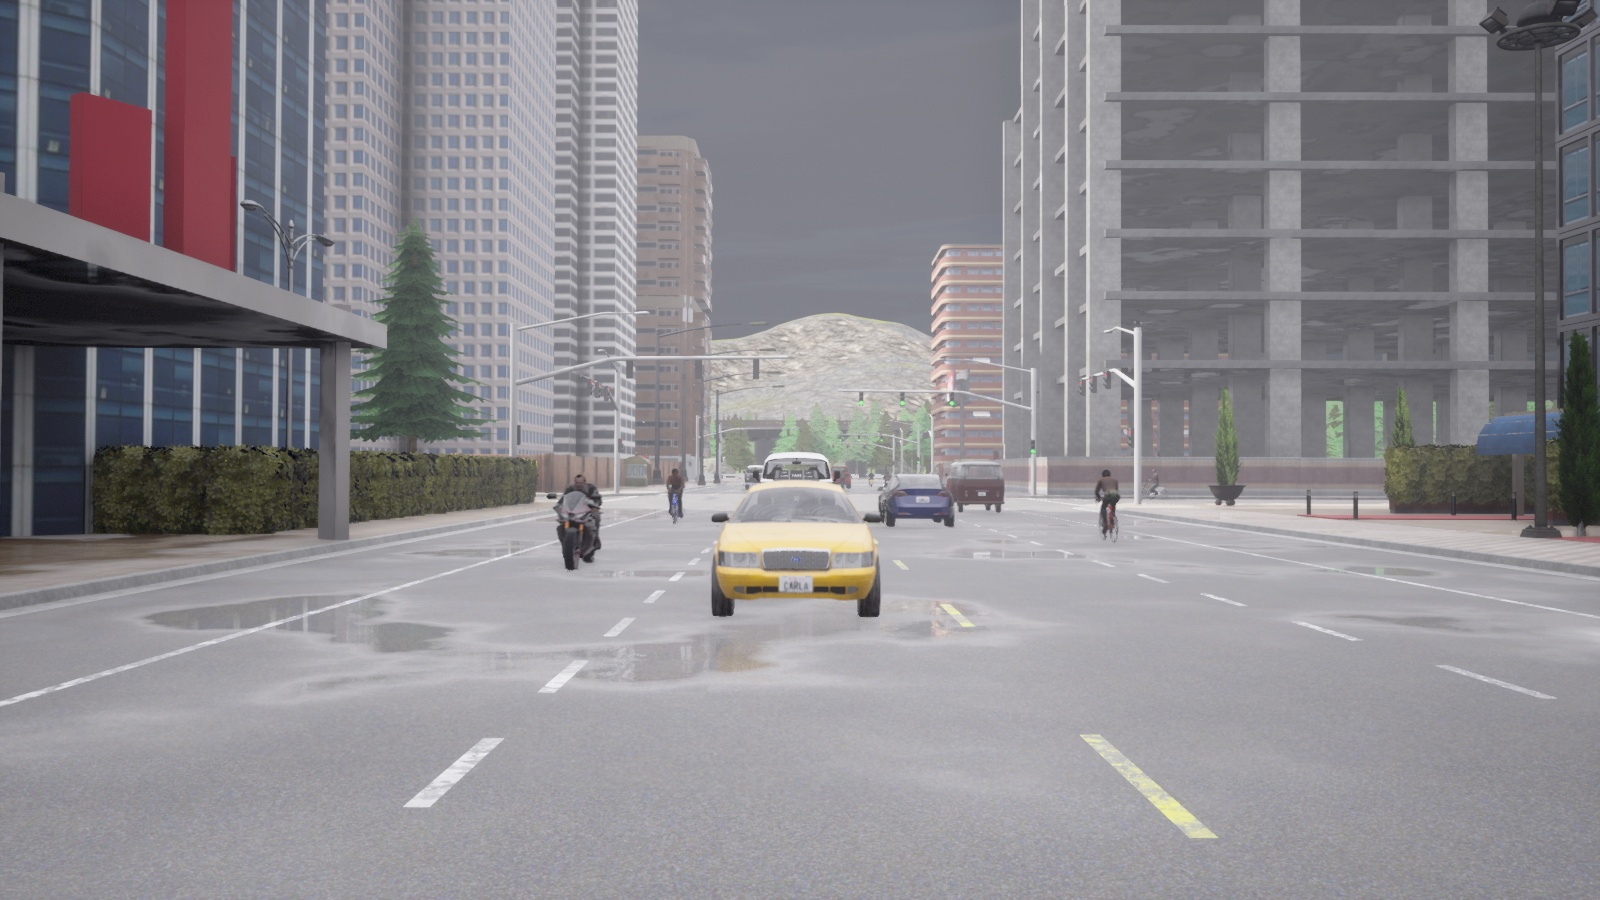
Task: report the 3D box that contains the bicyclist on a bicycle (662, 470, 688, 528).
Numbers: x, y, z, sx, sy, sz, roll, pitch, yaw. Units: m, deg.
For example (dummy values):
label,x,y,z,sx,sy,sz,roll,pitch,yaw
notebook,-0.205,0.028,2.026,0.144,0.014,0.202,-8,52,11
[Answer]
label,x,y,z,sx,sy,sz,roll,pitch,yaw
bicyclist on a bicycle,-3.590,1.389,36.213,0.582,1.620,1.656,0,-1,0

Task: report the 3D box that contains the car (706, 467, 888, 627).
label,x,y,z,sx,sy,sz,roll,pitch,yaw
car,-0.038,1.007,15.119,1.801,1.575,5.366,0,-1,0

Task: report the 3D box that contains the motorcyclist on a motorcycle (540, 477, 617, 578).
label,x,y,z,sx,sy,sz,roll,pitch,yaw
motorcyclist on a motorcycle,-3.550,1.204,20.296,0.866,1.530,2.191,0,-1,0

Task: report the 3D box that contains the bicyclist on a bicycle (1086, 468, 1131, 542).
label,x,y,z,sx,sy,sz,roll,pitch,yaw
bicyclist on a bicycle,6.929,1.214,28.286,0.582,1.620,1.656,0,-1,0

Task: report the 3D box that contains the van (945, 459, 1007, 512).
label,x,y,z,sx,sy,sz,roll,pitch,yaw
van,6.873,1.371,49.495,1.775,1.987,4.442,0,-1,0

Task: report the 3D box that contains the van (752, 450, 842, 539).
label,x,y,z,sx,sy,sz,roll,pitch,yaw
van,-0.079,1.058,31.019,2.069,2.038,4.480,0,-1,0

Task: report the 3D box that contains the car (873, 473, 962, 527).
label,x,y,z,sx,sy,sz,roll,pitch,yaw
car,3.408,1.425,37.246,2.163,1.488,4.792,0,-1,0
